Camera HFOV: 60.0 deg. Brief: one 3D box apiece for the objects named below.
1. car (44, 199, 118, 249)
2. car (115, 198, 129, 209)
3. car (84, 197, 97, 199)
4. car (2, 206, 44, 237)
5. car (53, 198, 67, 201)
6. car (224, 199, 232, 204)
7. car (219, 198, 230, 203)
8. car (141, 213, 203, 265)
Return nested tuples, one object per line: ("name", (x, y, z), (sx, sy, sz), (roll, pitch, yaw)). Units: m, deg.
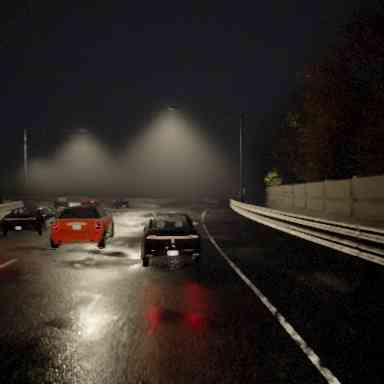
("car", (-4.721, 1.370, 14.892), (2.097, 1.767, 4.553), (0, 0, -8))
("car", (-9.806, 1.542, 45.070), (1.837, 1.490, 4.892), (0, 0, -24))
("car", (-14.123, 1.405, 46.117), (2.097, 1.767, 4.553), (0, 0, -24))
("car", (-8.850, 1.524, 18.494), (2.128, 1.511, 4.902), (0, 0, -10))
("car", (-18.980, 1.562, 48.044), (2.128, 1.511, 4.902), (0, 0, -27))
("car", (10.276, 2.707, 94.409), (1.812, 1.442, 4.674), (0, -4, 13))
("car", (8.101, 2.220, 84.645), (1.994, 1.385, 4.181), (0, -3, 12))
("car", (-0.772, 1.495, 11.704), (2.128, 1.511, 4.902), (0, 0, -6))
